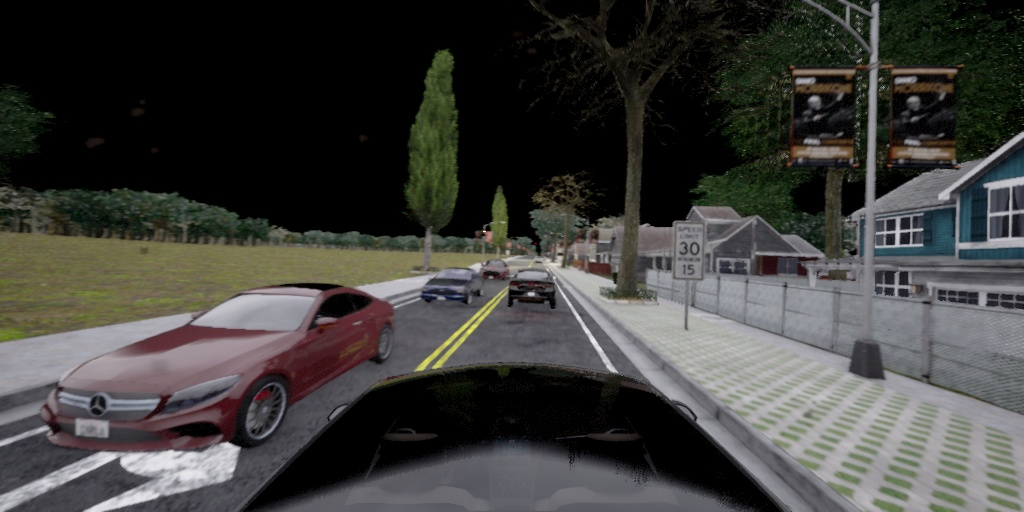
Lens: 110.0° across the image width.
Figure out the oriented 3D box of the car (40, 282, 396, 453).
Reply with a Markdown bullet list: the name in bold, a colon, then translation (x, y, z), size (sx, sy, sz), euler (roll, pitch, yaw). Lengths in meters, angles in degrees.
- **car**: translation (-3.239, 1.154, 5.243), size (1.812, 1.442, 4.674), euler (2, 0, 4)

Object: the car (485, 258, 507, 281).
- **car**: translation (-1.396, 1.070, 29.473), size (2.097, 1.767, 4.553), euler (2, 0, 5)

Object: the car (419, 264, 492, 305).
- **car**: translation (-2.426, 1.217, 16.071), size (2.033, 1.411, 5.357), euler (2, 0, 5)

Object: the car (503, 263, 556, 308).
- **car**: translation (0.910, 1.276, 15.775), size (1.882, 1.535, 5.008), euler (2, 0, 4)
